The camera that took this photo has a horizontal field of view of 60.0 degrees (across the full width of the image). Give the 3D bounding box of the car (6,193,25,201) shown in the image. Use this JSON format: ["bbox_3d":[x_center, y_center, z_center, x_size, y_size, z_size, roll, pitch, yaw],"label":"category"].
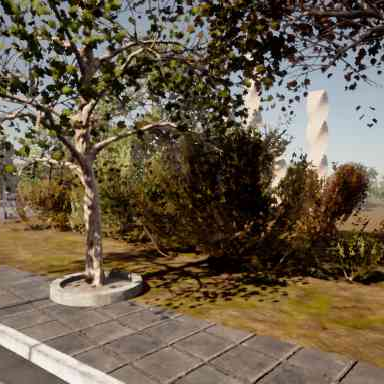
[{"bbox_3d":[-29.346,0.939,56.409,2.033,1.411,5.357,1,-2,2],"label":"car"}]
